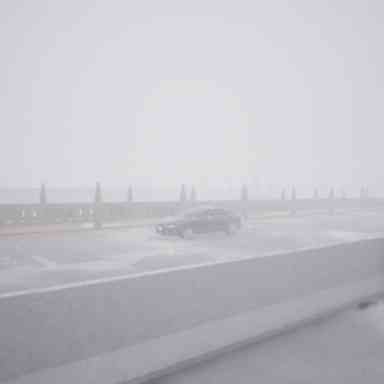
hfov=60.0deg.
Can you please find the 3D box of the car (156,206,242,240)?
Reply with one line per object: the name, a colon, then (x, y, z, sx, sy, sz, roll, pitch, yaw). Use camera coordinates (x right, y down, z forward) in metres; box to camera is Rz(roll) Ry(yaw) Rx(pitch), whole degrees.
car: (0.452, 1.517, 17.279, 4.892, 1.490, 1.837, 0, 0, -36)
